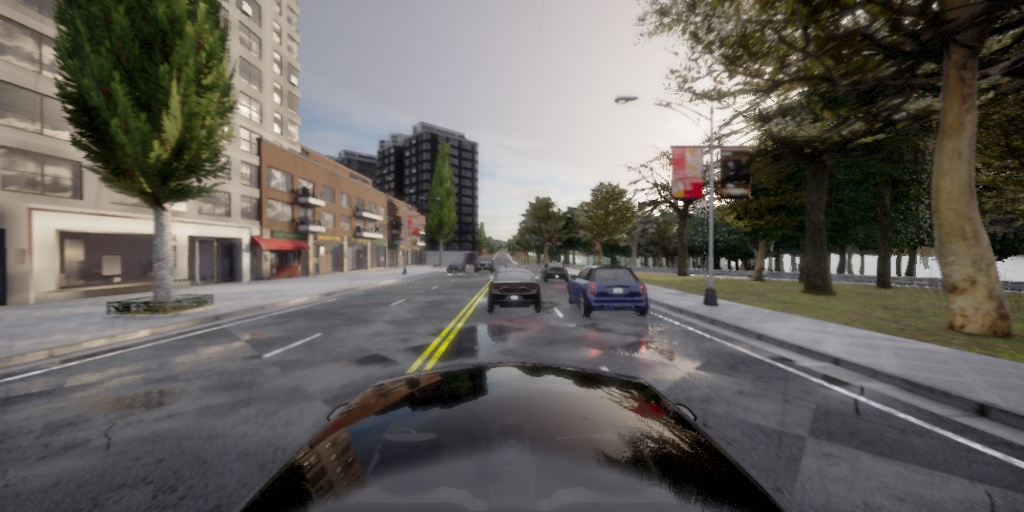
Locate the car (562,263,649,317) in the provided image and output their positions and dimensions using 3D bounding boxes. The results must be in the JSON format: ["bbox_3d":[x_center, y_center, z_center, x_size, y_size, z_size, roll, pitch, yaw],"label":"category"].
[{"bbox_3d":[3.334,1.091,13.312,2.097,1.767,4.553,0,0,1],"label":"car"}]

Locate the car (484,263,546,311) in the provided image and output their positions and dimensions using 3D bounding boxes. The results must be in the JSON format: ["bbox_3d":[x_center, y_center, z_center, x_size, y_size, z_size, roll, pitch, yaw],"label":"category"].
[{"bbox_3d":[0.091,1.215,14.302,1.882,1.535,5.008,0,0,0],"label":"car"}]

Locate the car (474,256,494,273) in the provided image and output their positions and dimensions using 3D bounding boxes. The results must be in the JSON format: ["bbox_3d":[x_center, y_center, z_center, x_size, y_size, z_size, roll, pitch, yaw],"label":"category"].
[{"bbox_3d":[-3.333,1.008,43.482,2.150,2.045,5.566,0,0,0],"label":"car"}]

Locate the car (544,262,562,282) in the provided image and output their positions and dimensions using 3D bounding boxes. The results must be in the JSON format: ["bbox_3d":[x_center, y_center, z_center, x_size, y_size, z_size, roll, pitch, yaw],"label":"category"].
[{"bbox_3d":[3.342,1.256,28.886,1.837,1.490,4.892,0,0,0],"label":"car"}]

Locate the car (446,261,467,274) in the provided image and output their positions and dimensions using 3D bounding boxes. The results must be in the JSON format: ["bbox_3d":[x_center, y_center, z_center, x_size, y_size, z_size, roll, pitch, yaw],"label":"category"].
[{"bbox_3d":[-6.585,1.332,43.110,2.033,1.411,5.357,0,0,0],"label":"car"}]
